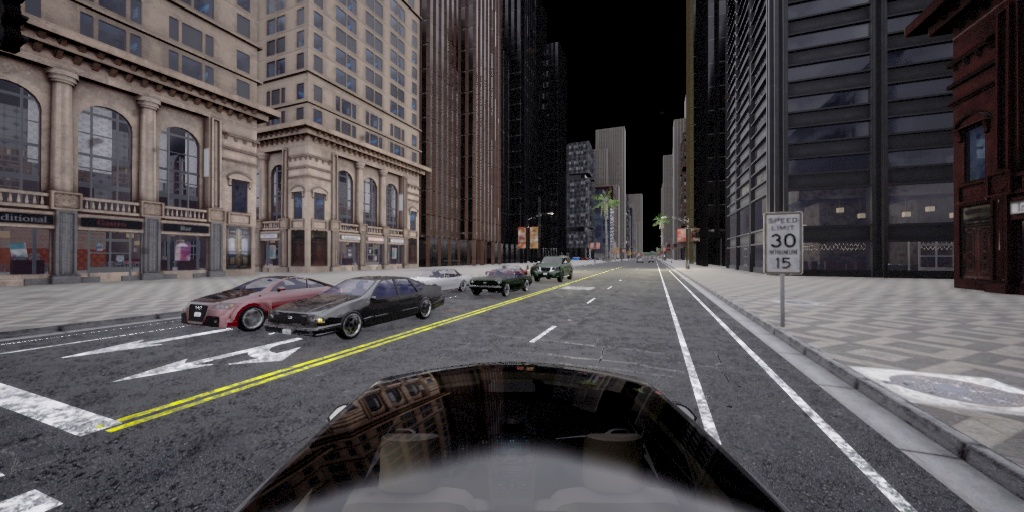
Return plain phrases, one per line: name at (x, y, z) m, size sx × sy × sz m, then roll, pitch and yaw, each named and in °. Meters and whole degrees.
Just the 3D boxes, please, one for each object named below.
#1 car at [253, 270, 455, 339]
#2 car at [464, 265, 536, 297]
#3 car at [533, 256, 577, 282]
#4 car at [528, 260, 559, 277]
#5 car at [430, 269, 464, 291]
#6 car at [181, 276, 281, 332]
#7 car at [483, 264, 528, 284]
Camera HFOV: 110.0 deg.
car at (-4.042, 1.299, 10.471) m, size 2.033 × 1.411 × 5.357 m, roll 0°, pitch 0°, yaw 22°
car at (-0.488, 1.357, 19.377) m, size 1.895 × 1.301 × 4.718 m, roll 0°, pitch 0°, yaw 22°
car at (3.481, 0.986, 29.310) m, size 2.150 × 2.045 × 5.566 m, roll 0°, pitch 0°, yaw 22°
car at (3.443, 1.250, 37.889) m, size 1.882 × 1.535 × 5.008 m, roll 0°, pitch 0°, yaw 22°
car at (-4.070, 1.356, 19.173) m, size 1.895 × 1.301 × 4.718 m, roll 0°, pitch 0°, yaw 22°
car at (-7.313, 1.315, 11.034) m, size 1.994 × 1.385 × 4.181 m, roll 0°, pitch 0°, yaw 22°
car at (-0.376, 1.363, 28.424) m, size 1.895 × 1.301 × 4.718 m, roll 0°, pitch 0°, yaw 22°
